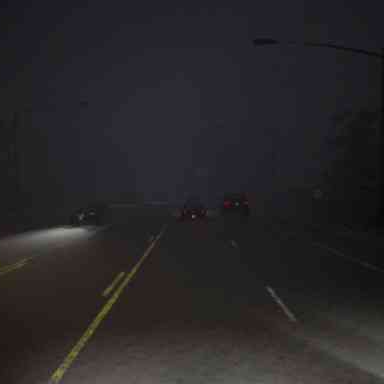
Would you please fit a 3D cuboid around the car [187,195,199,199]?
[{"bbox_3d":[0.131,1.239,50.233,1.882,1.535,5.008,0,0,0],"label":"car"}]

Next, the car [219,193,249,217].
[{"bbox_3d":[3.618,1.084,29.291,2.150,2.045,5.566,0,0,0],"label":"car"}]

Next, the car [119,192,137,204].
[{"bbox_3d":[-10.521,0.950,55.468,2.150,2.045,5.566,0,1,1],"label":"car"}]

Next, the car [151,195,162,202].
[{"bbox_3d":[-6.965,1.207,65.794,1.994,1.385,4.181,0,1,0],"label":"car"}]

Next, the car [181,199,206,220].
[{"bbox_3d":[0.116,1.476,26.282,1.895,1.301,4.718,0,0,0],"label":"car"}]

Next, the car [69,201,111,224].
[{"bbox_3d":[-7.085,1.379,23.595,2.128,1.511,4.902,0,0,0],"label":"car"}]
